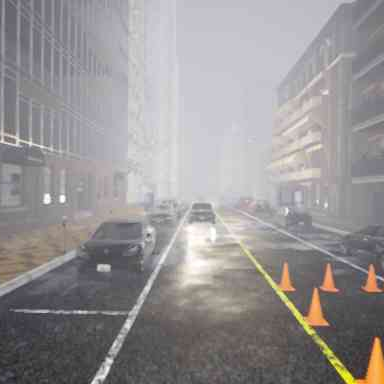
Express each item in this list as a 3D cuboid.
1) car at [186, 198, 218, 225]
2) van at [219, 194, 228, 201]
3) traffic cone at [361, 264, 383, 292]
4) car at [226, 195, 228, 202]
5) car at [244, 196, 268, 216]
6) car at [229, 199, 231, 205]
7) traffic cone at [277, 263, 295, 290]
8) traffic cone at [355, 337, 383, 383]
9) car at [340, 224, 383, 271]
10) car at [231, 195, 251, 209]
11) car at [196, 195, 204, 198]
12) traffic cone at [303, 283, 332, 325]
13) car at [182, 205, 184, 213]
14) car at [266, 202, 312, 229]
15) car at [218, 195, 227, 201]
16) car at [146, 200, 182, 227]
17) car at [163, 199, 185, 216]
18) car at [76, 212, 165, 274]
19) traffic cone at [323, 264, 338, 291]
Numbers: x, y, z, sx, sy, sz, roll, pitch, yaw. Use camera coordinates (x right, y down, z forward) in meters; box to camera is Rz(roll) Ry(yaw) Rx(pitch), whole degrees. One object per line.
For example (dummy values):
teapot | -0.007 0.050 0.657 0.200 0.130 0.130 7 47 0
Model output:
car | 0.712 1.469 23.840 1.837 1.490 4.892 1 0 1
van | 7.584 1.319 78.093 1.690 1.788 3.998 1 0 1
traffic cone | 4.201 1.989 7.779 0.340 0.580 0.340 1 0 1
car | 7.129 1.576 55.504 1.802 1.307 4.206 1 0 1
car | 6.677 1.461 32.913 1.967 1.590 4.097 1 0 1
car | 7.015 1.583 49.856 1.802 1.307 4.206 1 0 1
traffic cone | 2.202 1.966 7.819 0.340 0.580 0.340 1 0 1
traffic cone | 2.122 1.972 3.820 0.340 0.580 0.340 1 0 1
car | 6.223 1.618 10.325 1.947 1.339 4.313 1 0 1
car | 6.906 1.323 44.208 2.192 1.841 5.009 1 0 1
car | 1.880 1.476 77.539 1.994 1.385 4.181 1 0 1
traffic cone | 2.162 1.969 5.820 0.340 0.580 0.340 1 0 1
car | -1.814 1.371 27.435 1.967 1.590 4.097 1 0 1
car | 6.450 1.586 21.619 2.008 1.369 4.403 1 0 1
car | 7.696 1.540 83.741 1.947 1.339 4.313 1 0 1
car | -1.928 1.488 21.786 2.008 1.369 4.403 1 0 1
car | -1.705 1.449 32.911 1.752 1.417 4.829 1 0 1
car | -2.155 1.520 10.492 1.947 1.339 4.313 1 0 1
traffic cone | 3.202 1.977 7.799 0.340 0.580 0.340 1 0 1
